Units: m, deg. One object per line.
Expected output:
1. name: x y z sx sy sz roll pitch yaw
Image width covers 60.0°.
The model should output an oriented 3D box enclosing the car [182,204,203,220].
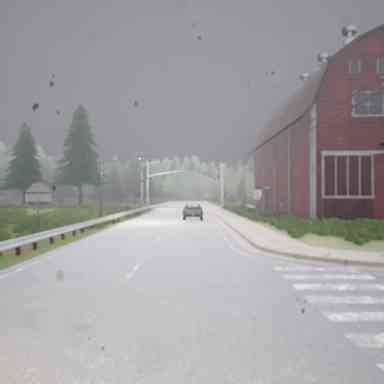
1. car: 0.088 1.866 32.481 2.128 1.511 4.902 0 -1 0
